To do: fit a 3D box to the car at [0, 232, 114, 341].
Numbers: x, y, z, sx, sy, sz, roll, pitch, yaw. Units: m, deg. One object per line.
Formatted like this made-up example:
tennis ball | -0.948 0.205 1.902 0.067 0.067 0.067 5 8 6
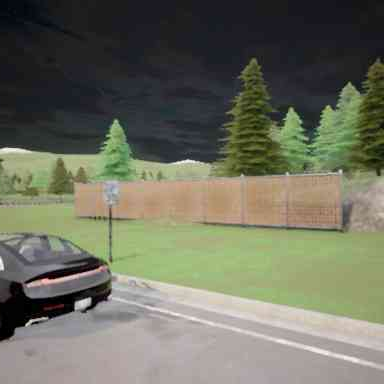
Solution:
car | -3.690 1.573 6.641 4.902 1.511 2.128 -1 0 35
